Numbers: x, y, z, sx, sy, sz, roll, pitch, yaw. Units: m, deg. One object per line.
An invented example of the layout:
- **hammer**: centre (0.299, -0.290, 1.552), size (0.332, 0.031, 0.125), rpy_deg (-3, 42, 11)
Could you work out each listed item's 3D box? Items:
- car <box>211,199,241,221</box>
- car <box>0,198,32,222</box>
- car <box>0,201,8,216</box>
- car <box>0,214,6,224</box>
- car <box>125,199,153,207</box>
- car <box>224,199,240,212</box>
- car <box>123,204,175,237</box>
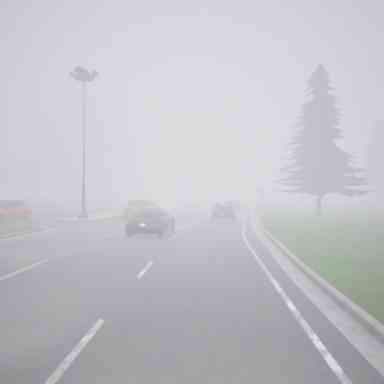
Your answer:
- **car**: centre (2.699, 1.538, 27.360), size (2.128, 1.511, 4.902), rpy_deg (0, 0, 9)
- **car**: centre (-13.512, 1.354, 23.512), size (2.097, 1.767, 4.553), rpy_deg (0, 0, 11)
- **car**: centre (-19.419, 1.545, 29.953), size (2.033, 1.411, 5.357), rpy_deg (0, 0, 10)
- **car**: centre (-6.568, 1.473, 7.279), size (1.882, 1.535, 5.008), rpy_deg (0, 0, 2)
- **car**: centre (-4.201, 1.384, 28.498), size (2.097, 1.767, 4.553), rpy_deg (0, 0, 9)
- **car**: centre (5.113, 1.600, 41.849), size (1.812, 1.442, 4.674), rpy_deg (0, 0, 10)
- **car**: centre (-2.180, 1.586, 18.327), size (1.994, 1.385, 4.181), rpy_deg (0, 0, 7)
